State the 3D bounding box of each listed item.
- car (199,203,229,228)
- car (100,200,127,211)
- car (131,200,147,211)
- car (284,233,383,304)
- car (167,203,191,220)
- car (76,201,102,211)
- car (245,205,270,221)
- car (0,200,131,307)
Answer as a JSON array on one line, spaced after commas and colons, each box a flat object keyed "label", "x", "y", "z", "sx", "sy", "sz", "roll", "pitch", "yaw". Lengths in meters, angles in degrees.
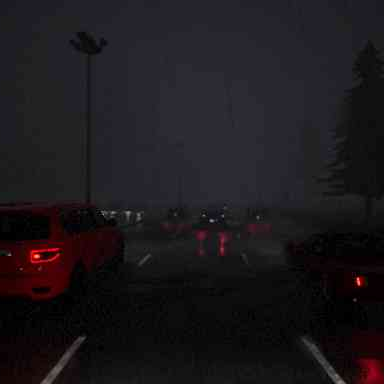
[{"label": "car", "x": 1.539, "y": 1.713, "z": 23.585, "sx": 1.812, "sy": 1.442, "sz": 4.674, "roll": 0, "pitch": -1, "yaw": 6}, {"label": "car", "x": -11.019, "y": 1.861, "z": 46.928, "sx": 2.128, "sy": 1.511, "sz": 4.902, "roll": 0, "pitch": -1, "yaw": 7}, {"label": "car", "x": -7.597, "y": 1.887, "z": 46.092, "sx": 1.812, "sy": 1.442, "sz": 4.674, "roll": 0, "pitch": -1, "yaw": 7}, {"label": "car", "x": 3.712, "y": 1.667, "z": 8.249, "sx": 1.895, "sy": 1.301, "sz": 4.718, "roll": 0, "pitch": 0, "yaw": 2}, {"label": "car", "x": -1.158, "y": 1.769, "z": 30.942, "sx": 1.812, "sy": 1.442, "sz": 4.674, "roll": 0, "pitch": 0, "yaw": 6}, {"label": "car", "x": -14.532, "y": 1.933, "z": 47.085, "sx": 1.994, "sy": 1.385, "sz": 4.181, "roll": 0, "pitch": -1, "yaw": 7}, {"label": "car", "x": 5.755, "y": 1.836, "z": 29.817, "sx": 1.895, "sy": 1.301, "sz": 4.718, "roll": 0, "pitch": 0, "yaw": 7}, {"label": "car", "x": -3.282, "y": 1.288, "z": 8.279, "sx": 2.150, "sy": 2.045, "sz": 5.566, "roll": 0, "pitch": 0, "yaw": 2}]
